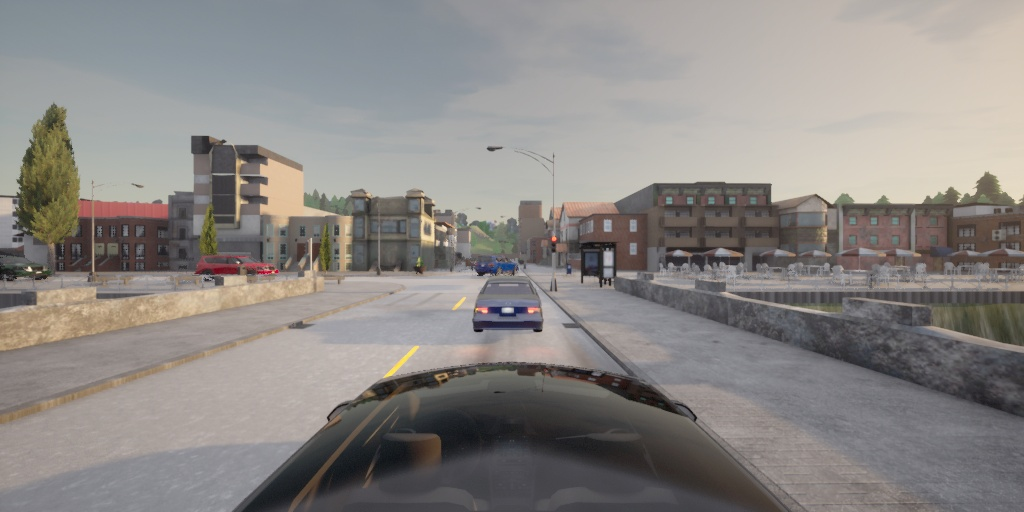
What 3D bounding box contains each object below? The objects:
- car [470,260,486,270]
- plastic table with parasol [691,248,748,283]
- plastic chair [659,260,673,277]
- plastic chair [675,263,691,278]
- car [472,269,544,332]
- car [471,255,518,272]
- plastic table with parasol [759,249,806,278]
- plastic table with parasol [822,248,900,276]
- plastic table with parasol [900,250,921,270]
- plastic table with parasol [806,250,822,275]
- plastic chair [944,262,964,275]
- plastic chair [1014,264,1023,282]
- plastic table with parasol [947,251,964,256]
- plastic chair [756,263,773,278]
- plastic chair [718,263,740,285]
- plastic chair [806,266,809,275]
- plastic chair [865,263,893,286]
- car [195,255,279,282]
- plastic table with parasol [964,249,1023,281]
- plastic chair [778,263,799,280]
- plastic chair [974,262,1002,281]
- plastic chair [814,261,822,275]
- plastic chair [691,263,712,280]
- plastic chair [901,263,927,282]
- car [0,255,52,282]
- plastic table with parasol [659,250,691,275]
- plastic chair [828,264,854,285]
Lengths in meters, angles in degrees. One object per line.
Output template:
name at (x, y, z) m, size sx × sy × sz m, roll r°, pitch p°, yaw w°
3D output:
car at (-4.866, 1.274, 52.399) m, size 1.812 × 1.442 × 4.674 m, roll 0°, pitch 0°, yaw 1°
plastic table with parasol at (14.794, 0.675, 25.477) m, size 2.482 × 2.480 × 2.482 m, roll 0°, pitch 0°, yaw -1°
plastic chair at (14.209, 1.279, 33.409) m, size 0.730 × 1.272 × 0.750 m, roll 0°, pitch 0°, yaw -1°
plastic chair at (15.329, 1.279, 32.025) m, size 0.750 × 1.272 × 0.730 m, roll 0°, pitch 0°, yaw -1°
car at (-0.104, 1.297, 10.772) m, size 2.033 × 1.411 × 5.357 m, roll 0°, pitch 0°, yaw 0°
car at (-1.430, 0.971, 34.942) m, size 2.150 × 2.045 × 5.566 m, roll 1°, pitch 1°, yaw 28°
plastic table with parasol at (22.454, 0.675, 30.378) m, size 2.482 × 2.480 × 2.482 m, roll 0°, pitch 0°, yaw -1°
plastic table with parasol at (23.443, 0.675, 24.192) m, size 2.482 × 2.480 × 2.482 m, roll 0°, pitch 0°, yaw -1°
plastic table with parasol at (30.097, 0.675, 28.118) m, size 2.482 × 2.480 × 2.482 m, roll 0°, pitch 0°, yaw -1°
plastic table with parasol at (29.714, 0.675, 35.204) m, size 2.482 × 2.480 × 2.482 m, roll 0°, pitch 0°, yaw -1°
plastic chair at (44.967, 1.279, 36.554) m, size 0.730 × 1.272 × 0.750 m, roll 0°, pitch 0°, yaw -1°
plastic chair at (37.420, 1.279, 25.944) m, size 0.750 × 1.272 × 0.730 m, roll 0°, pitch 0°, yaw -1°
plastic table with parasol at (46.169, 0.675, 36.452) m, size 2.482 × 2.480 × 2.482 m, roll 0°, pitch 0°, yaw -1°
plastic chair at (21.253, 1.279, 30.411) m, size 0.730 × 1.272 × 0.750 m, roll 0°, pitch 0°, yaw -1°
plastic chair at (14.642, 1.279, 24.215) m, size 0.750 × 1.272 × 0.730 m, roll 0°, pitch 0°, yaw -1°
plastic chair at (28.285, 1.279, 35.213) m, size 0.730 × 1.272 × 0.750 m, roll 0°, pitch 0°, yaw -1°
plastic chair at (23.363, 1.279, 22.841) m, size 0.750 × 1.272 × 0.730 m, roll 0°, pitch 0°, yaw -1°
car at (-21.744, 0.972, 28.432) m, size 5.566 × 2.045 × 2.150 m, roll 0°, pitch 0°, yaw -1°
plastic table with parasol at (37.391, 0.675, 27.254) m, size 2.482 × 2.480 × 2.482 m, roll 0°, pitch 0°, yaw -1°
plastic chair at (22.373, 1.279, 29.027) m, size 0.750 × 1.272 × 0.730 m, roll 0°, pitch 0°, yaw -1°
plastic chair at (36.262, 1.278, 27.325) m, size 0.730 × 1.272 × 0.750 m, roll 0°, pitch 0°, yaw -1°
plastic chair at (29.405, 1.279, 33.829) m, size 0.750 × 1.272 × 0.730 m, roll 0°, pitch 0°, yaw -1°
plastic chair at (13.522, 1.279, 25.599) m, size 0.730 × 1.272 × 0.750 m, roll 0°, pitch 0°, yaw -1°
plastic chair at (30.106, 1.279, 26.838) m, size 0.750 × 1.272 × 0.730 m, roll 0°, pitch 0°, yaw -1°
car at (-39.977, 0.970, 28.179) m, size 5.566 × 2.045 × 2.150 m, roll 0°, pitch 0°, yaw -1°
plastic table with parasol at (15.431, 0.675, 33.307) m, size 2.482 × 2.480 × 2.482 m, roll 0°, pitch 0°, yaw -1°
plastic chair at (22.243, 1.279, 24.225) m, size 0.730 × 1.272 × 0.750 m, roll 0°, pitch 0°, yaw -1°
